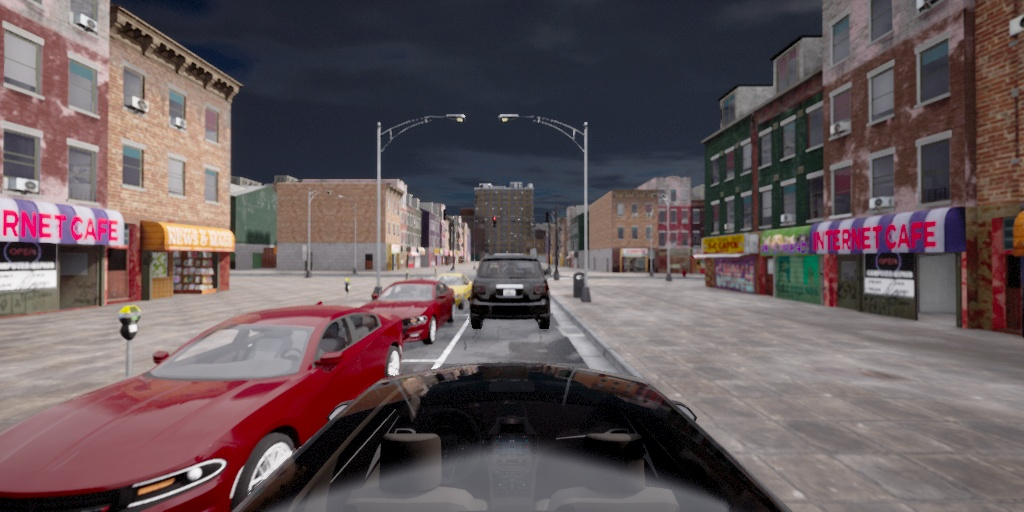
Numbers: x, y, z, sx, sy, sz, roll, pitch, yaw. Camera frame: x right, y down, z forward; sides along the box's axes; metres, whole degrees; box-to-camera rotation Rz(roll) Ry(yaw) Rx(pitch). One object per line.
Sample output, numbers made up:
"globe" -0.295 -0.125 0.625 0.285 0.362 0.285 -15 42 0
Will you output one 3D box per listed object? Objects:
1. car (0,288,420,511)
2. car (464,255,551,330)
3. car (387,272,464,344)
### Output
"car" -2.633 1.301 4.144 1.888 1.381 4.507 0 0 0
"car" -0.018 0.997 11.409 2.150 2.045 5.566 0 0 1
"car" -2.623 1.315 9.638 1.888 1.381 4.507 0 0 0
